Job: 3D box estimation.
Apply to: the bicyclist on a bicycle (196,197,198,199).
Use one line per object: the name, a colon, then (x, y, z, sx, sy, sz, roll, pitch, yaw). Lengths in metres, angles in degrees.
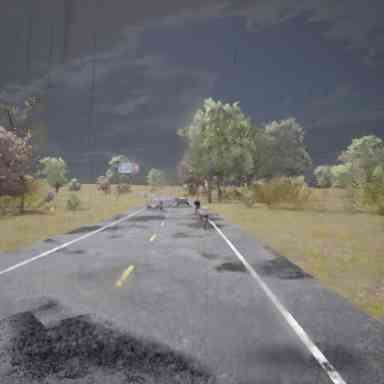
bicyclist on a bicycle: (0.475, 1.346, 29.800, 0.659, 1.776, 1.843, 0, 0, -2)

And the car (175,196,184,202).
car: (-2.825, 1.497, 73.991, 1.895, 1.301, 4.718, 0, 0, -4)

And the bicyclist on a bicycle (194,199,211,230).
bicyclist on a bicycle: (0.753, 1.423, 19.981, 0.866, 1.612, 1.509, 0, 0, -1)

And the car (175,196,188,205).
car: (-1.570, 1.462, 56.314, 1.812, 1.442, 4.674, 0, 0, -3)

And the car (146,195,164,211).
car: (-4.456, 1.458, 40.159, 2.128, 1.511, 4.902, 0, 0, -2)
